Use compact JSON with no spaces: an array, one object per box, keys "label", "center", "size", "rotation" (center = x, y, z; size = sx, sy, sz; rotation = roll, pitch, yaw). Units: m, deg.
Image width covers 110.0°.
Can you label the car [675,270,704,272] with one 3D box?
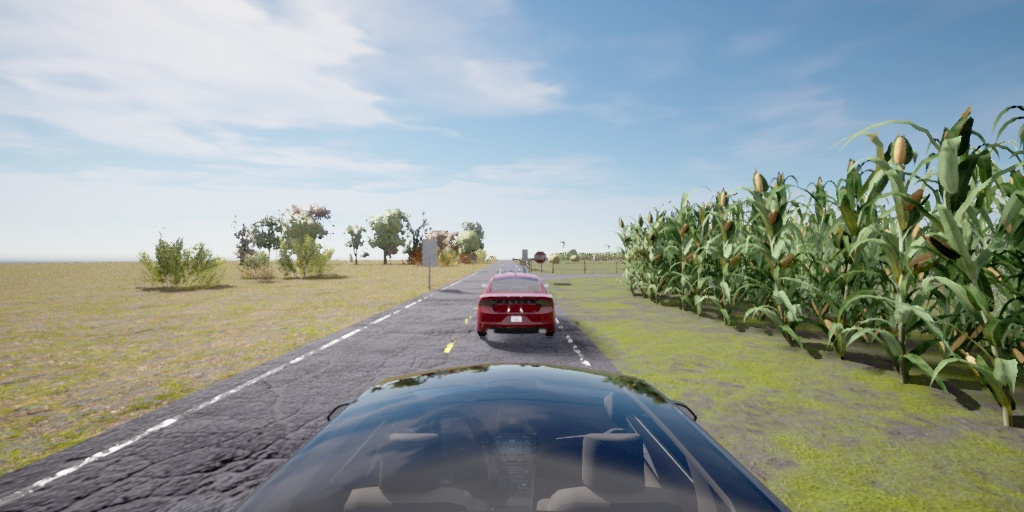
[{"label":"car","center":[19.082,0.949,37.371],"size":[4.553,1.767,2.097],"rotation":[-1,-1,-1]}]

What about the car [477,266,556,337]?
[{"label":"car","center":[0.096,1.231,10.346],"size":[1.882,1.535,5.008],"rotation":[0,0,0]}]
